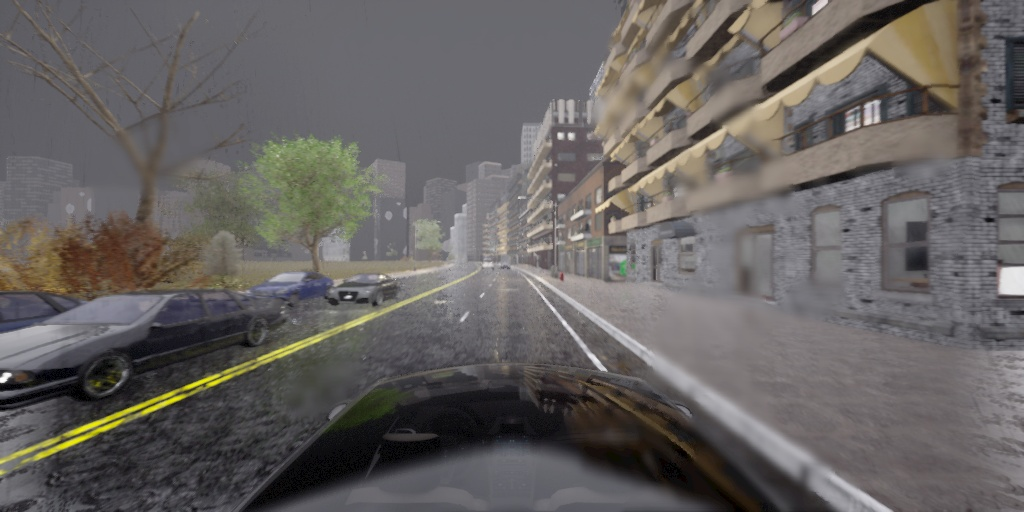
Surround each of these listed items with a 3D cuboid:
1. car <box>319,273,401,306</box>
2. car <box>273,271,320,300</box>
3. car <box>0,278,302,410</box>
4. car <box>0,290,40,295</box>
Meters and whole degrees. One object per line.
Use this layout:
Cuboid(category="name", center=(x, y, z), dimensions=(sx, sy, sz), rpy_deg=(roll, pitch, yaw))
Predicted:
Cuboid(category="car", center=(-6.501, 1.456, 16.216), dimensions=(1.994, 1.385, 4.181), rpy_deg=(0, 0, 0))
Cuboid(category="car", center=(-9.751, 1.400, 16.216), dimensions=(1.812, 1.442, 4.674), rpy_deg=(0, 0, 0))
Cuboid(category="car", center=(-6.586, 1.338, 6.717), dimensions=(2.033, 1.411, 5.357), rpy_deg=(0, -1, 0))
Cuboid(category="car", center=(-9.839, 1.331, 6.191), dimensions=(2.033, 1.411, 5.357), rpy_deg=(0, 0, 0))
